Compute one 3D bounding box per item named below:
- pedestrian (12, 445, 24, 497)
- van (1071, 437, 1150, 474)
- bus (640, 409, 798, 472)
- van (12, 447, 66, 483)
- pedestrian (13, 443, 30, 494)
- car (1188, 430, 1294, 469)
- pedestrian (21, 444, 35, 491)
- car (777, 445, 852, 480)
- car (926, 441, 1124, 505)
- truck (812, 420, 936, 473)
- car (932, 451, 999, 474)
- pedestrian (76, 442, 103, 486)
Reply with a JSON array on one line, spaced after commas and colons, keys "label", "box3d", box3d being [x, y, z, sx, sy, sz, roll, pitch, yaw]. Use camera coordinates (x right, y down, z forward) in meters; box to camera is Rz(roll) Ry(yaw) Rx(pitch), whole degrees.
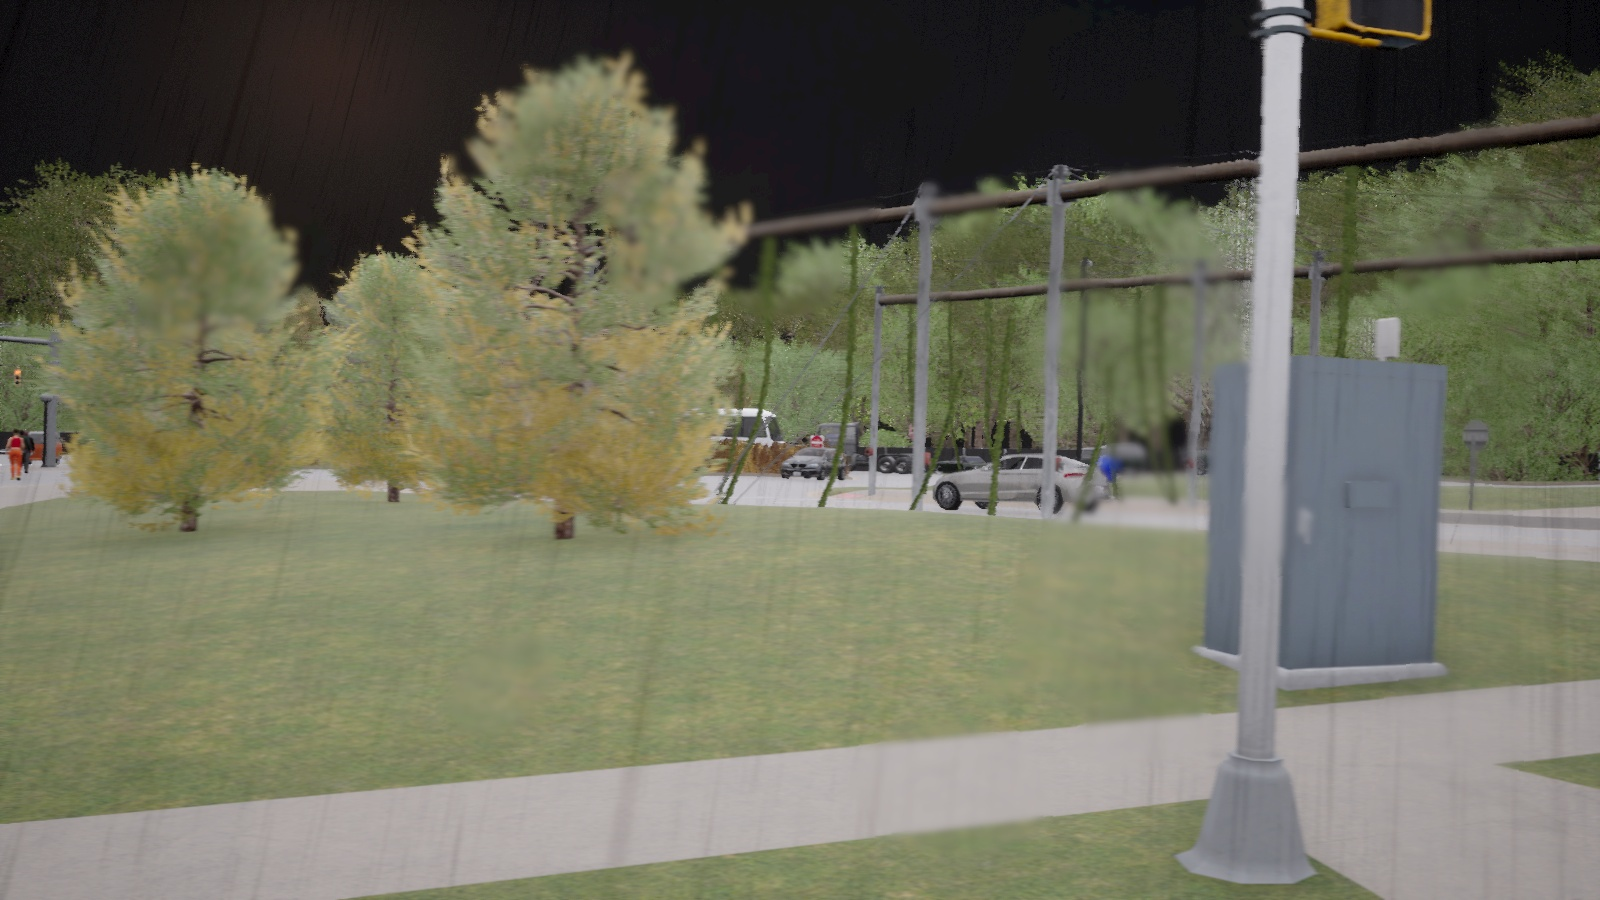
[{"label": "pedestrian", "box3d": [-27.871, 0.737, 44.734, 0.345, 1.836, 0.594, 1, 0, -33]}, {"label": "van", "box3d": [19.151, 0.367, 77.387, 4.442, 1.987, 1.775, -4, -1, 21]}, {"label": "bus", "box3d": [-5.590, -0.659, 87.376, 10.273, 4.253, 3.944, 0, 1, 15]}, {"label": "van", "box3d": [-44.552, 0.850, 73.579, 1.775, 1.987, 4.442, -1, 1, -19]}, {"label": "pedestrian", "box3d": [-30.016, 0.716, 48.420, 0.423, 1.949, 0.788, 1, 0, -24]}, {"label": "car", "box3d": [24.231, -0.032, 69.189, 2.150, 2.045, 5.566, -2, 1, -26]}, {"label": "pedestrian", "box3d": [-30.871, 0.693, 50.234, 0.376, 1.854, 0.720, 1, 0, -26]}, {"label": "car", "box3d": [0.787, 0.610, 64.153, 2.242, 1.667, 4.611, 1, 0, 22]}, {"label": "car", "box3d": [6.182, 0.631, 34.902, 5.027, 1.651, 2.152, -1, -1, 43]}, {"label": "truck", "box3d": [5.043, -0.271, 85.682, 7.936, 3.462, 2.891, 0, 1, 27]}, {"label": "car", "box3d": [10.773, 0.814, 82.144, 1.895, 1.301, 4.718, -2, 2, -29]}, {"label": "pedestrian", "box3d": [-31.322, 0.609, 55.359, 0.659, 1.952, 0.873, 1, 0, 6]}]
